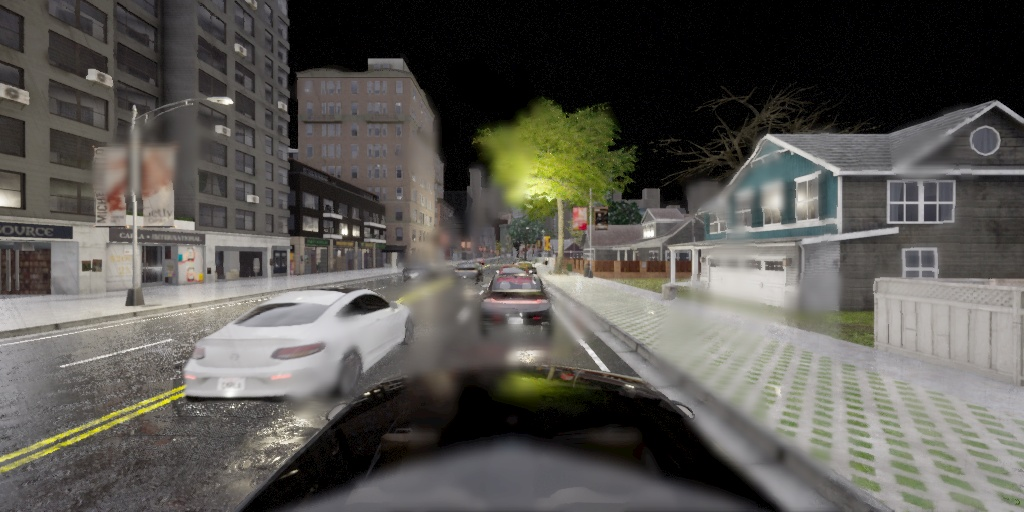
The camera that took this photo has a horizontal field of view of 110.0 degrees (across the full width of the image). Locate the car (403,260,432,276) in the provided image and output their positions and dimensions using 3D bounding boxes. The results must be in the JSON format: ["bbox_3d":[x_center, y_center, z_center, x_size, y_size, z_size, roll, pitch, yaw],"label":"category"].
[{"bbox_3d":[-9.803,1.226,37.597,1.837,1.490,4.892,0,0,0],"label":"car"}]

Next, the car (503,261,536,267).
[{"bbox_3d":[0.124,1.219,19.869,1.882,1.535,5.008,0,0,0],"label":"car"}]

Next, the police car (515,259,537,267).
[{"bbox_3d":[1.011,1.155,29.598,1.930,1.638,5.238,0,0,0],"label":"police car"}]

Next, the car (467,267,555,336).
[{"bbox_3d":[0.114,1.239,10.366,2.128,1.511,4.902,0,0,0],"label":"car"}]

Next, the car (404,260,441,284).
[{"bbox_3d":[-6.568,1.225,26.715,2.128,1.511,4.902,0,0,0],"label":"car"}]

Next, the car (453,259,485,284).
[{"bbox_3d":[-3.117,1.226,26.445,2.128,1.511,4.902,0,0,0],"label":"car"}]

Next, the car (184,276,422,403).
[{"bbox_3d":[-3.143,1.275,6.328,1.812,1.442,4.674,0,0,0],"label":"car"}]
